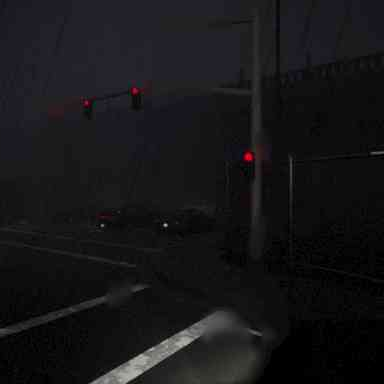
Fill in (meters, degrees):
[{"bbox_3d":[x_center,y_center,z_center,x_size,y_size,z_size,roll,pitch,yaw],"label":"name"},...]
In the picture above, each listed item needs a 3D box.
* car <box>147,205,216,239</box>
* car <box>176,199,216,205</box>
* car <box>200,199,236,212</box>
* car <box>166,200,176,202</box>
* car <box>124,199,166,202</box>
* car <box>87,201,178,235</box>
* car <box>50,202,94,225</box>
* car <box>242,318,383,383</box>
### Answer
[{"bbox_3d":[-0.138,1.620,18.024,1.994,1.385,4.181,0,0,35],"label":"car"},{"bbox_3d":[0.945,1.533,31.964,1.882,1.535,5.008,0,0,35],"label":"car"},{"bbox_3d":[3.311,1.603,41.329,2.033,1.411,5.357,0,0,35],"label":"car"},{"bbox_3d":[-2.680,1.533,32.909,1.882,1.535,5.008,0,0,35],"label":"car"},{"bbox_3d":[-4.402,1.407,24.447,2.097,1.767,4.553,0,0,35],"label":"car"},{"bbox_3d":[-3.324,1.547,19.581,2.128,1.511,4.902,0,0,35],"label":"car"},{"bbox_3d":[-8.188,1.533,25.166,1.882,1.535,5.008,0,0,35],"label":"car"},{"bbox_3d":[2.931,1.547,1.876,5.357,1.411,2.033,0,0,36],"label":"car"}]
